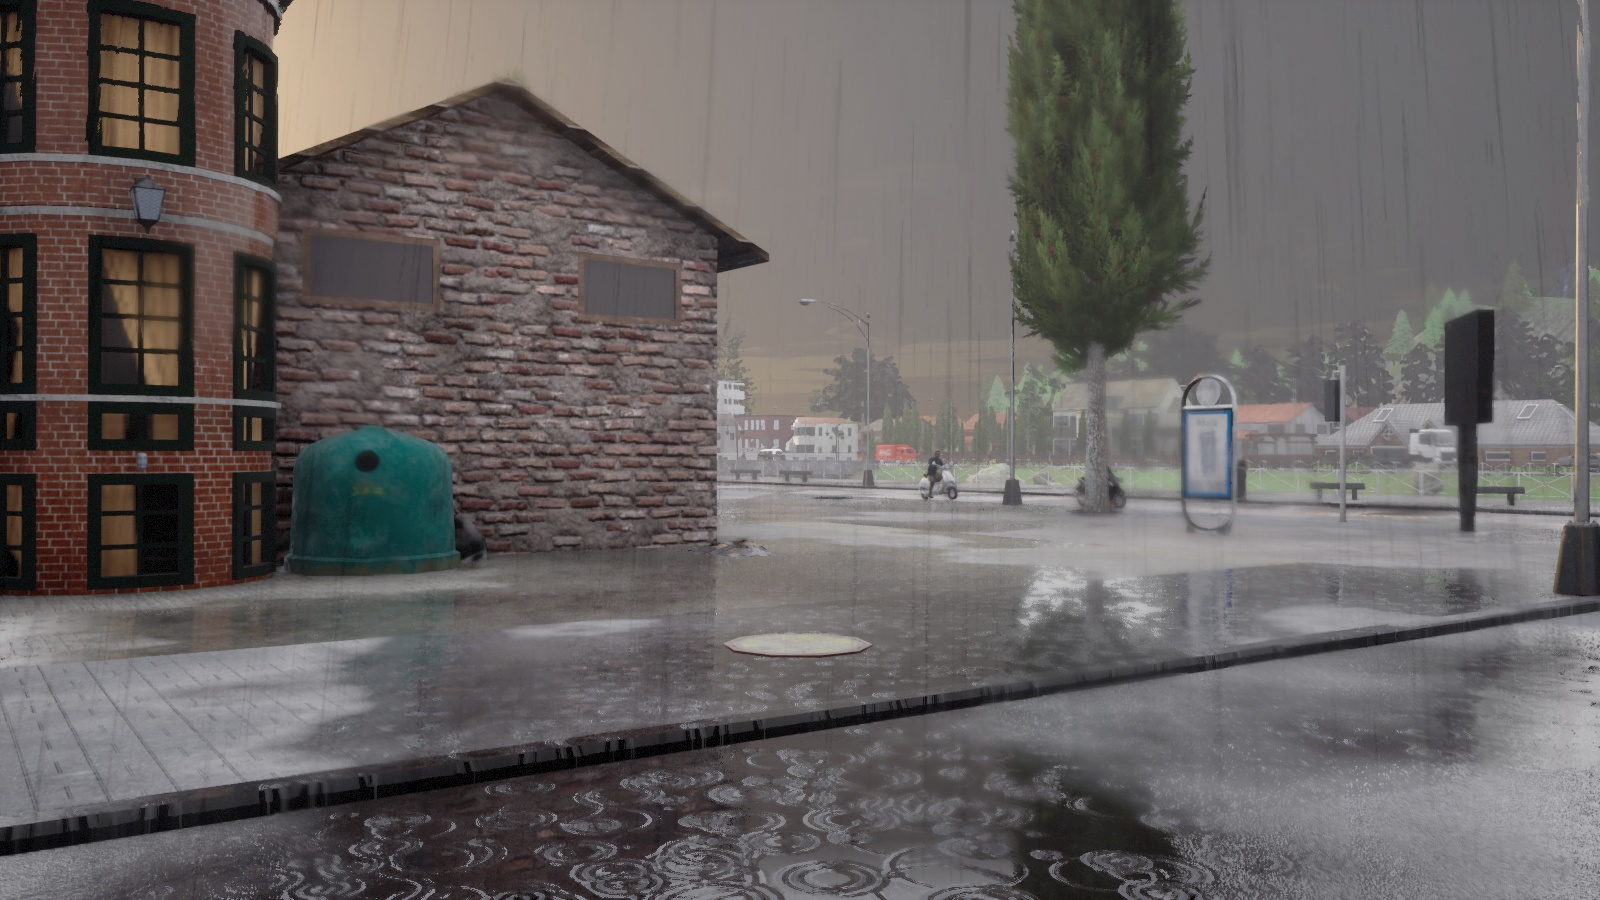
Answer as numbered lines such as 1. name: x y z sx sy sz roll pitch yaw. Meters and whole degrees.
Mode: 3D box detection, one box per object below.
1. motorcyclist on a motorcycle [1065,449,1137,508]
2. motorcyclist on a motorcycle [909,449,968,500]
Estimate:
1. motorcyclist on a motorcycle: 8.313 0.766 34.761 0.866 1.590 1.817 0 0 -35
2. motorcyclist on a motorcycle: 4.440 0.787 40.314 0.866 1.590 1.817 0 -1 -35
